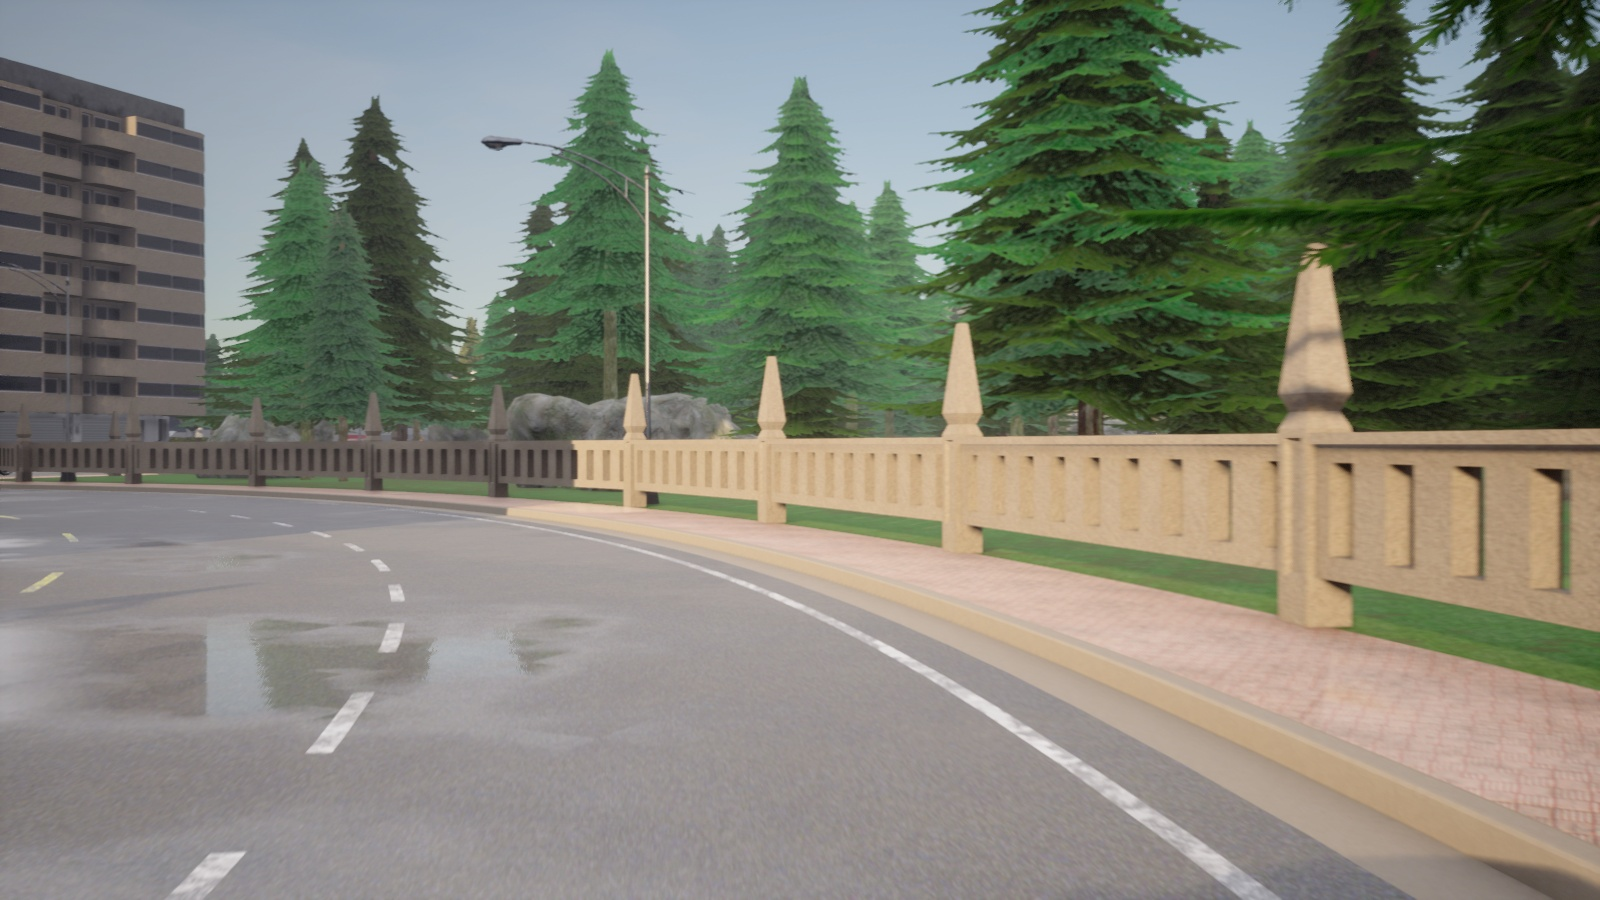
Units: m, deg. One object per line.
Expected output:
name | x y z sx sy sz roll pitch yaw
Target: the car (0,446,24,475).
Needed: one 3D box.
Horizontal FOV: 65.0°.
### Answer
car | -40.480 0.521 61.131 1.994 1.385 4.181 0 0 24
